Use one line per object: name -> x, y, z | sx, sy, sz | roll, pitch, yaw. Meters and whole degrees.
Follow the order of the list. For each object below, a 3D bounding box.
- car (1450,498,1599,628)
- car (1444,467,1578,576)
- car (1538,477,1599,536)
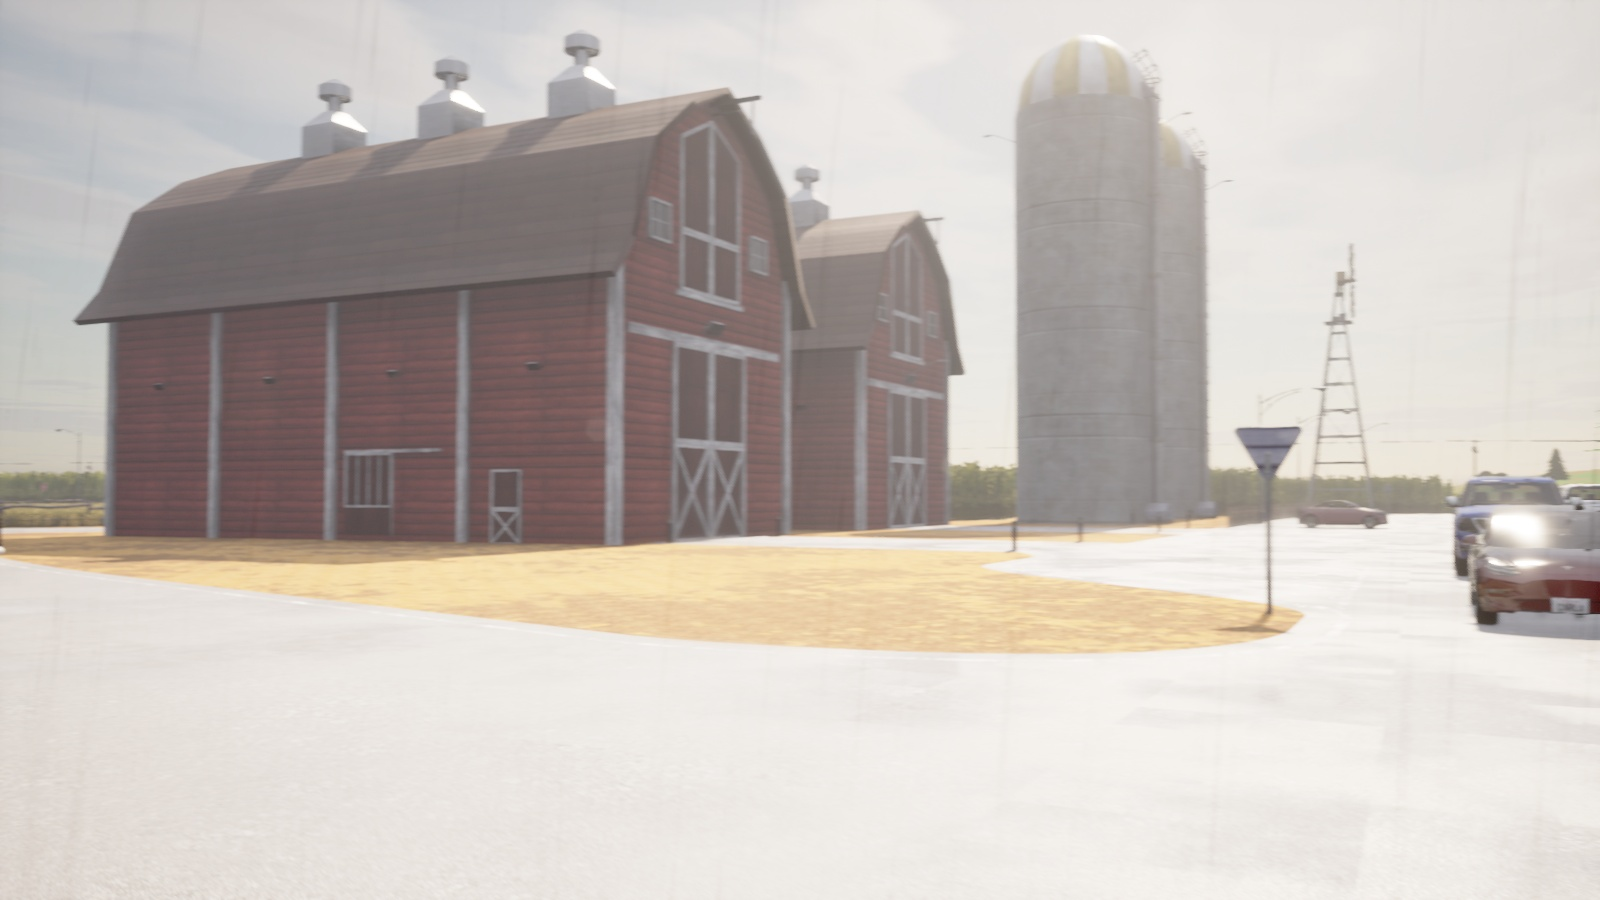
car -> 10.018, 1.406, 16.906 | 2.163, 1.488, 4.792 | -1, -2, 27
car -> 14.821, 1.436, 26.469 | 2.150, 2.045, 5.566 | -1, -2, 27
car -> 28.734, 2.058, 46.342 | 2.150, 2.045, 5.566 | -1, -2, 27
